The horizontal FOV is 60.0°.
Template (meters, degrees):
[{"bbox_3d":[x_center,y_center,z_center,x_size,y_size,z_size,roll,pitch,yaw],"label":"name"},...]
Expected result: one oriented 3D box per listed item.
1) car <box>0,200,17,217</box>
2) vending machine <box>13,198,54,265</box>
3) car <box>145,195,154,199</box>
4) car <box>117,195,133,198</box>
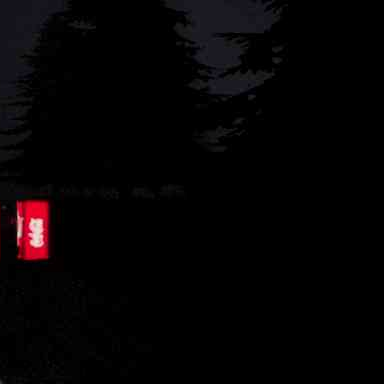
[{"bbox_3d":[-18.445,1.559,33.800,2.097,1.767,4.553,1,0,-14],"label":"car"},{"bbox_3d":[-5.349,1.267,11.231,1.100,2.100,0.880,1,-1,-34],"label":"vending machine"},{"bbox_3d":[-10.821,2.019,90.055,4.514,1.523,2.007,0,-1,-14],"label":"car"},{"bbox_3d":[-13.078,1.841,67.004,5.027,1.636,2.152,0,-1,-14],"label":"car"}]
